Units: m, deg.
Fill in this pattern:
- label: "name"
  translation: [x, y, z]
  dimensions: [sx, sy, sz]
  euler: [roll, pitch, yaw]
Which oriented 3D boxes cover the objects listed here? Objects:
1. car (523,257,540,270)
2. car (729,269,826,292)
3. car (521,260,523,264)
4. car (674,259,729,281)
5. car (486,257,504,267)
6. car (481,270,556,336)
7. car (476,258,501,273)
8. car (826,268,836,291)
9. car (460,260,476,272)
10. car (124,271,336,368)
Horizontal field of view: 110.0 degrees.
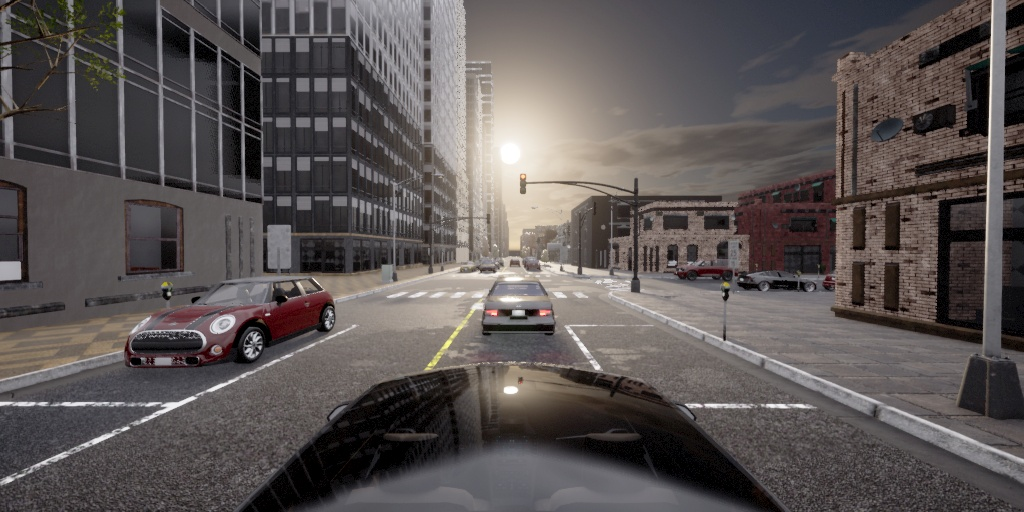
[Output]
- label: "car"
  translation: [3.020, 1.178, 51.301]
  dimensions: [1.967, 1.591, 4.097]
  euler: [0, 0, 0]
- label: "car"
  translation: [16.549, 1.546, 22.548]
  dimensions: [4.313, 1.339, 1.948]
  euler: [0, 0, 1]
- label: "car"
  translation: [3.096, 1.051, 62.589]
  dimensions: [2.192, 1.841, 5.009]
  euler: [0, 0, 0]
- label: "car"
  translation: [16.712, 1.164, 30.926]
  dimensions: [5.009, 1.841, 2.192]
  euler: [0, 0, 1]
- label: "car"
  translation: [-2.748, 1.285, 54.169]
  dimensions: [2.033, 1.411, 5.357]
  euler: [0, 0, 0]
- label: "car"
  translation: [0.157, 1.295, 10.385]
  dimensions: [2.033, 1.411, 5.357]
  euler: [0, 0, 0]
- label: "car"
  translation: [-2.816, 1.287, 43.613]
  dimensions: [2.033, 1.411, 5.357]
  euler: [0, 0, 0]
- label: "car"
  translation: [22.096, 1.473, 22.439]
  dimensions: [4.097, 1.591, 1.967]
  euler: [0, 0, 1]
- label: "car"
  translation: [-5.537, 1.264, 45.599]
  dimensions: [1.751, 1.417, 4.829]
  euler: [0, 0, 0]
- label: "car"
  translation: [-5.653, 1.188, 7.822]
  dimensions: [1.967, 1.591, 4.097]
  euler: [0, 0, 0]
